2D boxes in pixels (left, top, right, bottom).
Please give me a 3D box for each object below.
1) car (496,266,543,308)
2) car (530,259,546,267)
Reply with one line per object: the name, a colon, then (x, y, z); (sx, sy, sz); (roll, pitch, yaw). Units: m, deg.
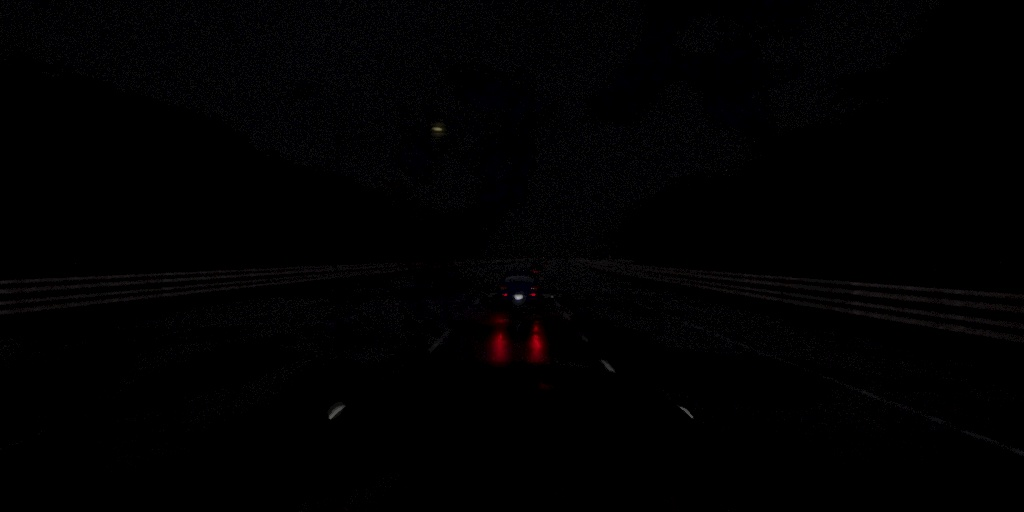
car: (0.332, 1.316, 15.315); (1.812, 1.442, 4.674); (0, 0, 2)
car: (4.049, 1.457, 58.560); (1.837, 1.490, 4.892); (0, 0, 8)
